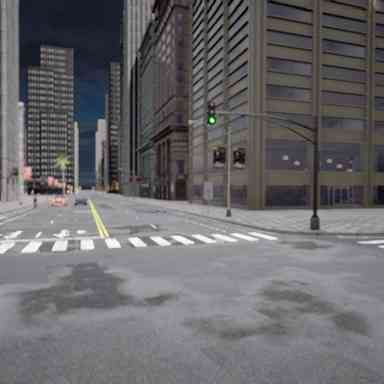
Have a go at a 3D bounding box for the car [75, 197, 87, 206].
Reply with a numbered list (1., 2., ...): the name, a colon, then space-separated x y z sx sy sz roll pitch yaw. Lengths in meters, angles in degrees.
1. car: -18.070 1.489 54.174 2.033 1.411 5.357 0 0 -18

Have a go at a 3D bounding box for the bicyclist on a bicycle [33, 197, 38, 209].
1. bicyclist on a bicycle: -20.270 1.402 43.004 0.582 1.620 1.656 0 0 -18

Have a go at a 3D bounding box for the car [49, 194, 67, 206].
1. car: -21.175 1.294 53.212 2.097 1.767 4.553 0 0 -18
